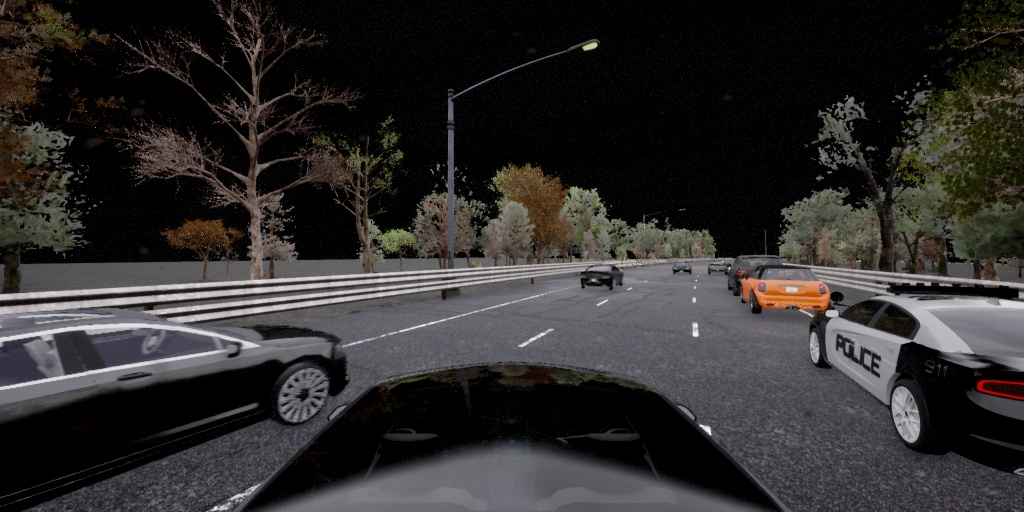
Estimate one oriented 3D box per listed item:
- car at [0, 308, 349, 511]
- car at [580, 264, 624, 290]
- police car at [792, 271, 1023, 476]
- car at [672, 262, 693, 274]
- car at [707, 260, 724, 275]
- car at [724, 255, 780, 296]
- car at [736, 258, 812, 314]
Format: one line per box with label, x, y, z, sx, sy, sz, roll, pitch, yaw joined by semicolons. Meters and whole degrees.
car;-3.900;1.240;3.286;2.128;1.511;4.902;0;0;26
car;5.806;1.231;22.702;1.882;1.535;5.008;0;0;27
police car;5.618;1.175;4.712;1.930;1.638;5.238;0;0;26
car;19.425;1.370;40.781;1.895;1.301;4.718;0;0;29
car;22.535;1.262;39.295;2.128;1.511;4.902;0;0;30
car;12.686;0.978;18.753;2.150;2.045;5.566;0;0;27
car;9.961;1.102;13.425;2.097;1.767;4.553;0;0;27
